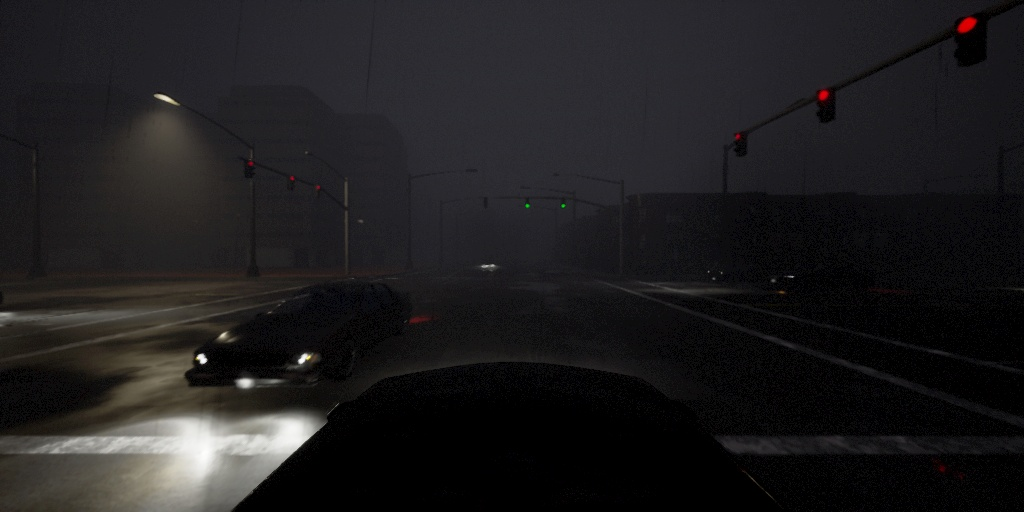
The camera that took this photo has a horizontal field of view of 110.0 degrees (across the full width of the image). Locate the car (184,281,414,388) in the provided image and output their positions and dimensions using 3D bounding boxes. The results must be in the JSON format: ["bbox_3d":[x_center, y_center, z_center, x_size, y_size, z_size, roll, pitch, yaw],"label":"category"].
[{"bbox_3d":[-3.508,1.255,7.371,2.033,1.411,5.357,0,1,0],"label":"car"}]

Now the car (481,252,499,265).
[{"bbox_3d":[-3.609,0.653,55.437,2.128,1.511,4.902,0,2,0],"label":"car"}]

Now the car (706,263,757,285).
[{"bbox_3d":[14.819,1.098,22.377,4.718,1.301,1.895,0,1,1],"label":"car"}]

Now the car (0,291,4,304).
[{"bbox_3d":[-19.898,1.148,11.695,4.902,1.511,2.128,0,1,0],"label":"car"}]

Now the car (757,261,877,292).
[{"bbox_3d":[16.187,1.032,18.853,4.902,1.511,2.128,0,1,0],"label":"car"}]
